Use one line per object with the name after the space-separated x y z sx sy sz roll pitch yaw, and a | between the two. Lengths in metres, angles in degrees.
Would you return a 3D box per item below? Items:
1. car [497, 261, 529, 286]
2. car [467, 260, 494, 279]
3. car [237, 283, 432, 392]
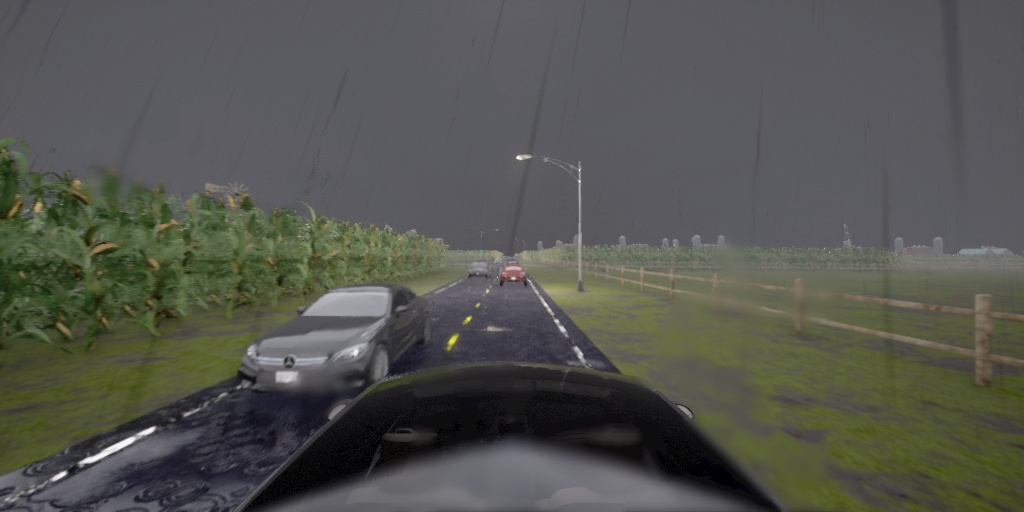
0.098 1.270 25.492 1.812 1.442 4.674 0 0 0 | car
-2.846 1.247 32.018 1.837 1.490 4.892 0 0 0 | car
-2.815 1.276 6.861 1.812 1.442 4.674 0 0 1 | car
